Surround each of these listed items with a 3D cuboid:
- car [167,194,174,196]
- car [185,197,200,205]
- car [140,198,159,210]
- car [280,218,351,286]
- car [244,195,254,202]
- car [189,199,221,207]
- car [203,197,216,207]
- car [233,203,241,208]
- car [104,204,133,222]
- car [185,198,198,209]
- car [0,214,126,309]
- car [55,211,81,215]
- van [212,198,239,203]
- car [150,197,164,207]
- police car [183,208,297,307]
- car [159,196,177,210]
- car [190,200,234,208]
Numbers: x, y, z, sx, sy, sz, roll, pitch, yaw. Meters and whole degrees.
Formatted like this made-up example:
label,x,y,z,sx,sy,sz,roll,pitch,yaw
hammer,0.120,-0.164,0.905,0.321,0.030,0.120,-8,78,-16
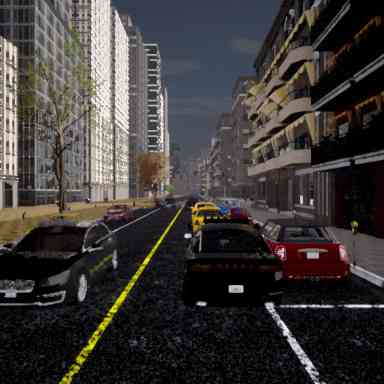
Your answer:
label,x,y,z,sx,sy,sz,roll,pitch,yaw
car,-5.547,1.402,86.037,2.192,1.841,5.009,0,0,0
car,0.131,1.643,59.166,1.895,1.301,4.718,0,0,8
car,-5.619,1.549,42.414,1.752,1.417,4.829,0,0,0
car,2.706,1.442,9.373,1.967,1.590,4.097,0,0,0
car,13.549,1.403,73.023,4.403,1.369,2.008,-1,1,0
car,0.941,1.488,24.046,1.882,1.535,5.008,0,0,0
car,2.780,1.586,53.635,2.008,1.369,4.403,0,0,0
car,2.724,1.589,20.439,1.802,1.307,4.206,0,0,0
car,-5.647,1.593,25.986,1.802,1.307,4.206,0,0,0
car,0.112,1.504,46.090,1.882,1.535,5.008,0,0,0
car,-3.085,1.506,8.106,1.837,1.490,4.892,0,0,0
car,-5.665,1.529,14.750,1.752,1.417,4.829,0,0,0
van,2.734,1.352,25.971,1.690,1.788,3.998,0,0,0
car,-5.600,1.579,53.649,1.887,1.381,4.507,0,0,0
police car,0.823,1.427,8.180,1.930,1.638,5.238,0,0,2
car,-2.926,1.549,43.389,1.812,1.442,4.674,0,0,0
car,0.932,1.461,18.235,1.801,1.575,5.366,0,0,0
